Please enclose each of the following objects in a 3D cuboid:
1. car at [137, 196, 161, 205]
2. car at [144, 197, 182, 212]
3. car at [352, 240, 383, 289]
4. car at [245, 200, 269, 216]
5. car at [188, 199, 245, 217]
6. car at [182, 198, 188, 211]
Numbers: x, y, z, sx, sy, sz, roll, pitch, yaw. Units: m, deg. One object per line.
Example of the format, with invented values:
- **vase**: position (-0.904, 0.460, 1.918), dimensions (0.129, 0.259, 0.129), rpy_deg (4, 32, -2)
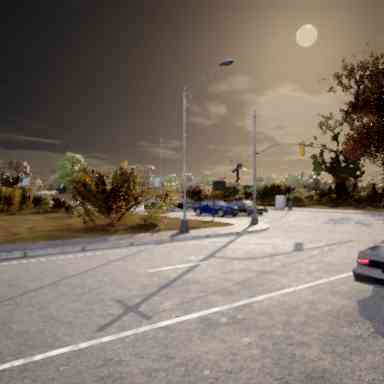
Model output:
- **car**: position (-7.871, 1.470, 60.573), dimensions (2.128, 1.511, 4.902), rpy_deg (0, 0, -39)
- **car**: position (-3.669, 1.491, 38.239), dimensions (1.837, 1.490, 4.892), rpy_deg (0, 0, -39)
- **car**: position (6.015, 1.541, 8.085), dimensions (5.357, 1.411, 2.033), rpy_deg (0, 0, -36)
- **car**: position (4.998, 1.530, 33.032), dimensions (2.033, 1.411, 5.357), rpy_deg (0, 0, -39)
- **car**: position (2.208, 1.463, 30.911), dimensions (1.882, 1.535, 5.008), rpy_deg (0, 0, -40)
- **car**: position (-1.010, 1.474, 40.517), dimensions (2.128, 1.511, 4.902), rpy_deg (0, 0, -39)
